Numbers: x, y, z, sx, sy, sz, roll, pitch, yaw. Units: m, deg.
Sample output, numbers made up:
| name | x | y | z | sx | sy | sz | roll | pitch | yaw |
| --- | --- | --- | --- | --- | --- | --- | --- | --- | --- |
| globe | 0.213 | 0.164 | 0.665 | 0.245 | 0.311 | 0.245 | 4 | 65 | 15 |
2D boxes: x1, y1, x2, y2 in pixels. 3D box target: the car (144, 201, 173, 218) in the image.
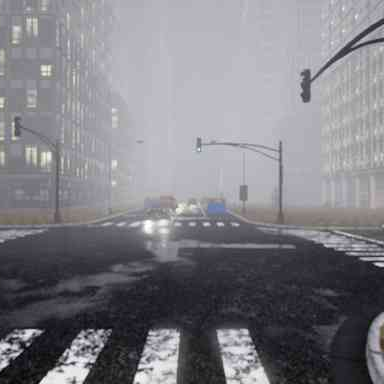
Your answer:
| name | x | y | z | sx | sy | sz | roll | pitch | yaw |
| --- | --- | --- | --- | --- | --- | --- | --- | --- | --- |
| car | -3.221 | 1.796 | 32.572 | 1.895 | 1.301 | 4.718 | 0 | 0 | 0 |

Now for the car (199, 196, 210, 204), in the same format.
| name | x | y | z | sx | sy | sz | roll | pitch | yaw |
| --- | --- | --- | --- | --- | --- | --- | --- | --- | --- |
| car | 2.746 | 1.757 | 74.377 | 2.192 | 1.841 | 5.009 | 0 | 0 | 0 |

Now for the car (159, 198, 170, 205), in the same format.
| name | x | y | z | sx | sy | sz | roll | pitch | yaw |
| --- | --- | --- | --- | --- | --- | --- | --- | --- | --- |
| car | -5.658 | 1.961 | 68.869 | 2.008 | 1.369 | 4.403 | 0 | 0 | 0 |

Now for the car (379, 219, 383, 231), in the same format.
| name | x | y | z | sx | sy | sz | roll | pitch | yaw |
| --- | --- | --- | --- | --- | --- | --- | --- | --- | --- |
| car | 13.670 | 1.777 | 19.773 | 4.674 | 1.442 | 1.812 | 0 | -1 | -1 |

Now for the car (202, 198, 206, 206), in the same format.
| name | x | y | z | sx | sy | sz | roll | pitch | yaw |
| --- | --- | --- | --- | --- | --- | --- | --- | --- | --- |
| car | 2.630 | 1.791 | 41.143 | 1.887 | 1.381 | 4.507 | 0 | 0 | 0 |

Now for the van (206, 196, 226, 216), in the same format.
| name | x | y | z | sx | sy | sz | roll | pitch | yaw |
| --- | --- | --- | --- | --- | --- | --- | --- | --- | --- |
| van | 2.698 | 1.554 | 35.606 | 1.690 | 1.788 | 3.998 | 0 | 0 | 0 |

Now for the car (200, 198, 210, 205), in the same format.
| name | x | y | z | sx | sy | sz | roll | pitch | yaw |
| --- | --- | --- | --- | --- | --- | --- | --- | --- | --- |
| car | 2.722 | 1.955 | 68.835 | 1.887 | 1.381 | 4.507 | 0 | 0 | 0 |

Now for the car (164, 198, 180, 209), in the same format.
| name | x | y | z | sx | sy | sz | roll | pitch | yaw |
| --- | --- | --- | --- | --- | --- | --- | --- | --- | --- |
| car | -3.129 | 1.808 | 52.921 | 2.128 | 1.511 | 4.902 | 0 | 0 | 0 |

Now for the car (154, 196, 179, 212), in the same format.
| name | x | y | z | sx | sy | sz | roll | pitch | yaw |
| --- | --- | --- | --- | --- | --- | --- | --- | --- | --- |
| car | -3.171 | 1.477 | 42.618 | 2.150 | 2.045 | 5.566 | 0 | 0 | 1 |

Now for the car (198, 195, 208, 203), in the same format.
| name | x | y | z | sx | sy | sz | roll | pitch | yaw |
| --- | --- | --- | --- | --- | --- | --- | --- | --- | --- |
| car | 2.793 | 1.822 | 85.455 | 2.192 | 1.841 | 5.009 | 0 | 0 | 0 |

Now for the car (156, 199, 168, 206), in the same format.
| name | x | y | z | sx | sy | sz | roll | pitch | yaw |
| --- | --- | --- | --- | --- | --- | --- | --- | --- | --- |
| car | -5.681 | 1.944 | 63.331 | 1.947 | 1.339 | 4.313 | 0 | 0 | 0 |

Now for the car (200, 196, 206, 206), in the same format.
| name | x | y | z | sx | sy | sz | roll | pitch | yaw |
| --- | --- | --- | --- | --- | --- | --- | --- | --- | --- |
| car | 2.700 | 1.693 | 63.298 | 2.192 | 1.841 | 5.009 | 0 | 0 | 0 |

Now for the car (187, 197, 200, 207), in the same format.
| name | x | y | z | sx | sy | sz | roll | pitch | yaw |
| --- | --- | --- | --- | --- | --- | --- | --- | --- | --- |
| car | 0.091 | 1.863 | 59.962 | 1.837 | 1.490 | 4.892 | 0 | 0 | 0 |

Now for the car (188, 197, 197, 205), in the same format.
| name | x | y | z | sx | sy | sz | roll | pitch | yaw |
| --- | --- | --- | --- | --- | --- | --- | --- | --- | --- |
| car | 0.048 | 1.934 | 72.787 | 1.837 | 1.490 | 4.892 | 0 | 0 | 0 |

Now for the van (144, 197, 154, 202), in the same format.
| name | x | y | z | sx | sy | sz | roll | pitch | yaw |
| --- | --- | --- | --- | --- | --- | --- | --- | --- | --- |
| van | -5.749 | 1.621 | 46.715 | 1.690 | 1.788 | 3.998 | 0 | 0 | 0 |

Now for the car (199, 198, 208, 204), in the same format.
| name | x | y | z | sx | sy | sz | roll | pitch | yaw |
| --- | --- | --- | --- | --- | --- | --- | --- | --- | --- |
| car | 2.768 | 2.040 | 79.914 | 1.947 | 1.339 | 4.313 | 0 | 0 | 0 |
